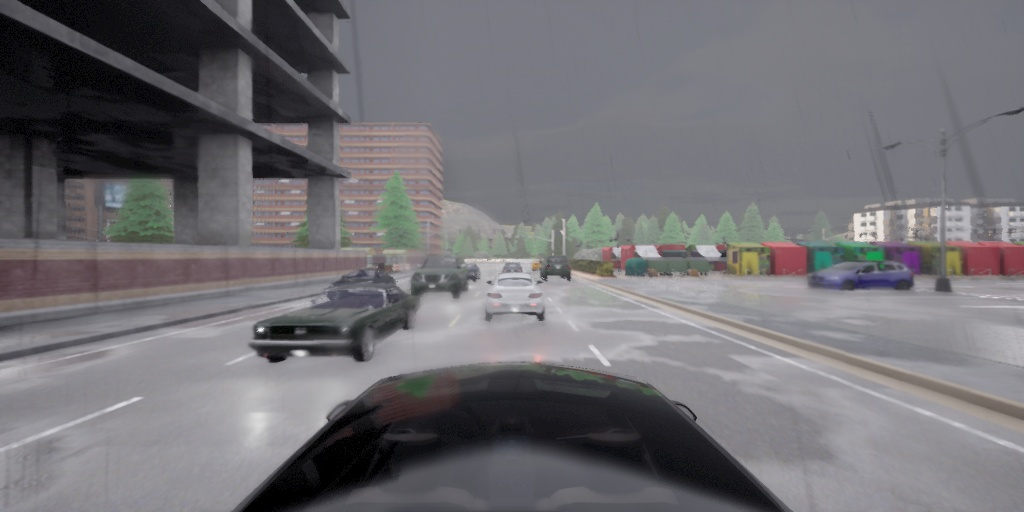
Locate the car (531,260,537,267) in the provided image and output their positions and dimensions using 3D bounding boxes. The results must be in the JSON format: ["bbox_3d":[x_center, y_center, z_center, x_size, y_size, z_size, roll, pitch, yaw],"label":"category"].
[{"bbox_3d":[3.546,1.218,46.844,1.882,1.535,5.008,0,0,0],"label":"car"}]

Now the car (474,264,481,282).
[{"bbox_3d":[-3.539,1.295,28.871,2.033,1.411,5.357,0,0,0],"label":"car"}]

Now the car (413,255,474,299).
[{"bbox_3d":[-3.512,0.971,18.562,2.150,2.045,5.566,0,0,0],"label":"car"}]

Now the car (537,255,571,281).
[{"bbox_3d":[3.550,0.965,29.855,2.150,2.045,5.566,0,0,0],"label":"car"}]

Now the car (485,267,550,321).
[{"bbox_3d":[0.094,1.274,12.361,1.812,1.442,4.674,0,0,0],"label":"car"}]

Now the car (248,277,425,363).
[{"bbox_3d":[-3.602,1.352,8.314,1.895,1.301,4.718,0,0,0],"label":"car"}]

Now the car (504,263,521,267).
[{"bbox_3d":[0.059,1.292,31.676,2.033,1.411,5.357,0,0,0],"label":"car"}]

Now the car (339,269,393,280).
[{"bbox_3d":[-7.022,1.316,17.193,1.994,1.385,4.181,0,0,0],"label":"car"}]
